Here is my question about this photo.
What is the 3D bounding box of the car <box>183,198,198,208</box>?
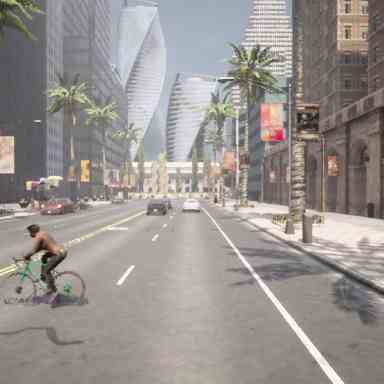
[{"bbox_3d":[-0.211,1.564,47.996,1.994,1.385,4.181,0,0,-1],"label":"car"}]

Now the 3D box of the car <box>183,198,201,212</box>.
[{"bbox_3d":[-0.083,1.526,38.148,1.812,1.442,4.674,0,0,0],"label":"car"}]

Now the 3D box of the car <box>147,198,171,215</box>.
[{"bbox_3d":[-3.541,1.505,34.535,1.837,1.490,4.892,0,0,-1],"label":"car"}]

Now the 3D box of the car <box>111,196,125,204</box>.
[{"bbox_3d":[-14.103,1.481,63.534,2.231,1.521,4.892,0,0,-1],"label":"car"}]

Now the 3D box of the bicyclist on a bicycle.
[{"bbox_3d":[-2.943,1.454,6.560,1.656,1.620,0.582,-1,0,0],"label":"bicyclist on a bicycle"}]

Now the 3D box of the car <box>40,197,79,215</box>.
[{"bbox_3d":[-13.723,1.354,34.162,2.185,1.767,4.553,0,0,-1],"label":"car"}]
